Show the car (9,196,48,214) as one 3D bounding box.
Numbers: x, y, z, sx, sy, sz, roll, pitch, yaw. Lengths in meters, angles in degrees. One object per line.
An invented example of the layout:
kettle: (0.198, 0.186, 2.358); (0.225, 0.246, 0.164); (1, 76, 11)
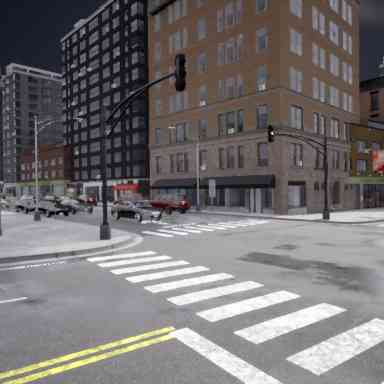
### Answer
car: (-16.231, 1.374, 33.148); (1.947, 1.339, 4.313); (0, 1, -44)

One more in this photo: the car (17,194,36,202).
car: (-29.321, 1.043, 58.840); (1.802, 1.307, 4.206); (0, 1, -44)

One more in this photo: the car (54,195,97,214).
car: (-11.255, 1.328, 31.972); (1.812, 1.442, 4.674); (-1, 1, -44)

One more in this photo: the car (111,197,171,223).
car: (-4.174, 1.371, 24.690); (2.128, 1.511, 4.902); (-1, 1, -44)

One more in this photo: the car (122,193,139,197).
car: (-6.284, 1.043, 35.145); (2.192, 1.841, 5.009); (0, 1, -44)

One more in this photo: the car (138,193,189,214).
car: (-2.445, 1.085, 31.196); (2.192, 1.841, 5.009); (0, 1, -44)

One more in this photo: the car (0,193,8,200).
car: (-40.839, 0.885, 70.686); (1.947, 1.339, 4.313); (0, 1, -44)

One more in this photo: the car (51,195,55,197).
car: (-17.803, 1.180, 46.994); (1.802, 1.307, 4.206); (0, 1, -44)

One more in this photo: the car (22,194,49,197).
car: (-19.675, 1.233, 40.657); (1.812, 1.442, 4.674); (-1, 1, -44)

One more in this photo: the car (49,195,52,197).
car: (-21.642, 1.135, 50.943); (1.802, 1.307, 4.206); (0, 1, -44)

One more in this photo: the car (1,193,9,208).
car: (-23.789, 1.247, 40.921); (1.752, 1.417, 4.829); (0, 1, -44)

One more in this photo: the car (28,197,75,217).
car: (-12.392, 1.417, 29.200); (1.947, 1.339, 4.313); (0, 1, -44)
